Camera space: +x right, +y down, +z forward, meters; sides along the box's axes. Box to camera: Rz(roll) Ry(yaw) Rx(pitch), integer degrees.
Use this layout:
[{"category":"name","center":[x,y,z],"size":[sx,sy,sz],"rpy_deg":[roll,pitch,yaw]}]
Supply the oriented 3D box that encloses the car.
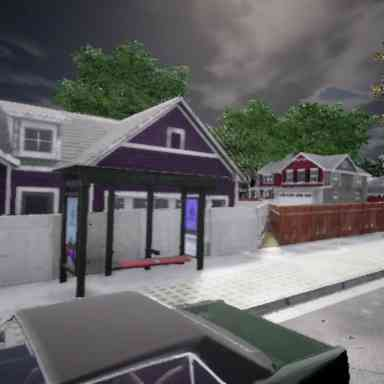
[{"category":"car","center":[-0.995,1.600,2.348],"size":[4.718,1.301,1.895],"rpy_deg":[0,0,-35]}]
